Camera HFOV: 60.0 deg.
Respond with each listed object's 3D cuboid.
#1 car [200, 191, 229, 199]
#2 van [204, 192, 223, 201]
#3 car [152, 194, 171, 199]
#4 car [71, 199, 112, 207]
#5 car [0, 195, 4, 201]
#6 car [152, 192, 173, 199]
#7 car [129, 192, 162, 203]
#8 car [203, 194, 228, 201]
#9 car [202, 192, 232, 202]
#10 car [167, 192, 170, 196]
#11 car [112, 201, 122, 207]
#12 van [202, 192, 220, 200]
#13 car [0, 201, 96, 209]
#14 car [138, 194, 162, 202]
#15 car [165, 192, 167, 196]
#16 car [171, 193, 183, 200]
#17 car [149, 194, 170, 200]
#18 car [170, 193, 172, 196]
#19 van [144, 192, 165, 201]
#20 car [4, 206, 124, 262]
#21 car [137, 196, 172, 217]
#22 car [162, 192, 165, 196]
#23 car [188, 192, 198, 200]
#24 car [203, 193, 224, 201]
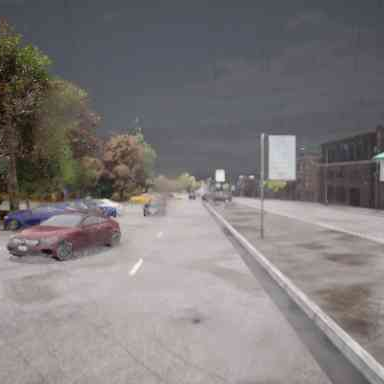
[{"bbox_3d":[4.781,0.902,62.941,5.566,2.045,2.435,0,0,0],"label":"car"},{"bbox_3d":[4.929,0.955,76.957,4.442,1.987,1.878,0,0,0],"label":"van"},{"bbox_3d":[-8.308,1.267,90.807,4.792,1.488,2.163,0,0,0],"label":"car"},{"bbox_3d":[-8.306,1.354,22.482,4.892,1.521,2.231,0,0,0],"label":"car"},{"bbox_3d":[-26.606,0.749,42.237,4.553,1.767,2.097,1,3,0],"label":"car"},{"bbox_3d":[-8.254,1.000,93.591,5.566,2.045,2.435,0,0,0],"label":"car"},{"bbox_3d":[-8.270,1.164,57.389,5.008,1.535,2.097,0,0,0],"label":"car"},{"bbox_3d":[4.807,1.156,68.546,4.892,1.521,2.231,0,0,0],"label":"car"},{"bbox_3d":[4.813,1.158,60.141,4.892,1.521,2.231,0,0,0],"label":"car"},{"bbox_3d":[-8.266,1.233,79.665,4.674,1.452,2.002,0,0,0],"label":"car"},{"bbox_3d":[-8.314,1.335,25.756,5.008,1.535,2.097,0,0,0],"label":"car"},{"bbox_3d":[4.693,0.978,82.563,4.442,1.987,1.878,0,0,0],"label":"van"},{"bbox_3d":[-8.312,1.412,19.207,4.674,1.452,2.002,0,0,0],"label":"car"},{"bbox_3d":[-8.270,1.193,65.744,4.674,1.452,2.002,0,0,0],"label":"car"},{"bbox_3d":[-8.235,1.037,71.313,4.553,1.767,2.185,0,0,0],"label":"car"},{"bbox_3d":[-3.183,1.186,78.541,1.882,1.535,5.008,0,0,0],"label":"car"},{"bbox_3d":[-8.268,1.215,85.237,5.008,1.535,2.097,0,0,0],"label":"car"},{"bbox_3d":[-8.085,1.201,82.451,5.366,1.575,1.946,0,0,0],"label":"car"},{"bbox_3d":[-8.382,0.944,74.094,4.442,1.987,1.878,0,0,0],"label":"van"},{"bbox_3d":[-4.227,1.427,11.930,1.812,1.442,4.674,2,0,18],"label":"car"},{"bbox_3d":[-3.219,1.360,29.803,2.128,1.511,4.902,0,0,0],"label":"car"},{"bbox_3d":[-8.275,1.153,62.958,5.008,1.535,2.097,0,0,0],"label":"car"},{"bbox_3d":[0.061,1.216,86.104,1.882,1.535,5.008,0,0,0],"label":"car"},{"bbox_3d":[4.845,1.044,74.152,4.553,1.767,2.185,0,0,0],"label":"car"}]
